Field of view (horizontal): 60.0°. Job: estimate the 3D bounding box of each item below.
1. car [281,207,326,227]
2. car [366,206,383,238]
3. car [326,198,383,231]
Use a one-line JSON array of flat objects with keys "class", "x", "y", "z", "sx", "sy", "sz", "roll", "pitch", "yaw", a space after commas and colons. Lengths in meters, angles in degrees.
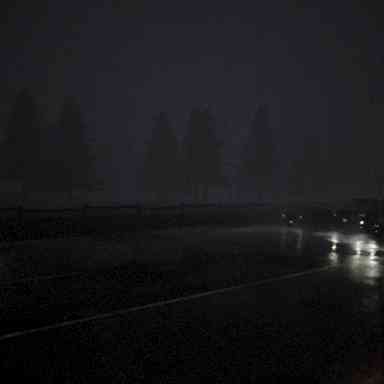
[{"class": "car", "x": 8.653, "y": 1.782, "z": 24.165, "sx": 4.718, "sy": 1.301, "sz": 1.895, "roll": 1, "pitch": 0, "yaw": -35}, {"class": "car", "x": 11.659, "y": 1.649, "z": 17.731, "sx": 5.008, "sy": 1.535, "sz": 1.882, "roll": 1, "pitch": 0, "yaw": -35}, {"class": "car", "x": 11.631, "y": 1.419, "z": 21.972, "sx": 5.566, "sy": 2.045, "sz": 2.150, "roll": 1, "pitch": -1, "yaw": -35}]
